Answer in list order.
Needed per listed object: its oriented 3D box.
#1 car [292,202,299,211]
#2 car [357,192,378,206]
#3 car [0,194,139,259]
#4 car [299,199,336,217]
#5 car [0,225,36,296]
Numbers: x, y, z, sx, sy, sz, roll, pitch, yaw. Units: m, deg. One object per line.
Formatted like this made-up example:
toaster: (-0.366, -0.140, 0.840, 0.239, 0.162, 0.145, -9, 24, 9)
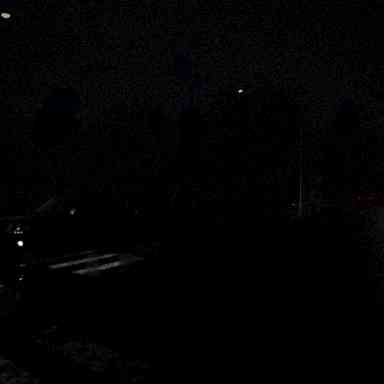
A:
car: (12.418, 1.405, 35.943, 1.895, 1.301, 4.718, 0, 0, 36)
car: (26.645, 1.089, 50.449, 2.150, 2.045, 5.566, 0, -1, 36)
car: (-4.509, 1.120, 12.773, 2.150, 2.045, 5.566, 0, 0, 36)
car: (11.376, 1.341, 29.533, 1.812, 1.442, 4.674, 0, 0, 36)
car: (-5.709, 1.571, 6.120, 1.895, 1.301, 4.718, 1, 1, 36)
